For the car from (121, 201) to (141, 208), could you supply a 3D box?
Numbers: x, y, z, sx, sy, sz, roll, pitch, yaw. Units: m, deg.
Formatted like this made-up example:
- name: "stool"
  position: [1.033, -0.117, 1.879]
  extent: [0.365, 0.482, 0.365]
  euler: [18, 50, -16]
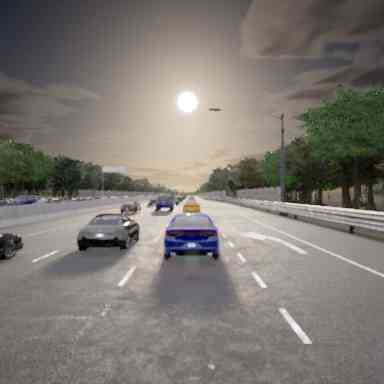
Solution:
- name: "car"
  position: [-7.043, 1.723, 38.479]
  extent: [1.812, 1.442, 4.674]
  euler: [0, 0, 0]

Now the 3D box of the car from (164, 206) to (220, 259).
- name: "car"
  position: [-0.012, 1.540, 12.965]
  extent: [1.882, 1.535, 5.008]
  euler: [0, 0, 0]

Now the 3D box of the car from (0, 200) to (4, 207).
- name: "car"
  position: [-28.107, 1.813, 47.620]
  extent: [1.994, 1.385, 4.181]
  euler: [0, 0, 0]

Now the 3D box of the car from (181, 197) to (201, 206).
- name: "car"
  position: [-0.040, 1.665, 36.753]
  extent: [1.882, 1.535, 5.008]
  euler: [0, 0, 0]

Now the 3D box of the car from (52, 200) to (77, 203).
- name: "car"
  position: [-17.607, 1.796, 47.618]
  extent: [2.033, 1.411, 5.357]
  euler: [0, 0, 1]

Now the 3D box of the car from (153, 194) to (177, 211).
- name: "car"
  position: [-3.553, 1.451, 44.468]
  extent: [2.150, 2.045, 5.566]
  euler: [0, 0, 0]

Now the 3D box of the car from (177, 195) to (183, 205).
- name: "car"
  position: [-3.582, 1.929, 69.890]
  extent: [1.994, 1.385, 4.181]
  euler: [0, 0, 0]

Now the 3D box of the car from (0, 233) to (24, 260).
- name: "car"
  position: [-7.009, 1.593, 9.591]
  extent: [2.033, 1.411, 5.357]
  euler: [0, 0, 0]

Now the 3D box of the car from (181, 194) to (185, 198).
- name: "car"
  position: [-3.609, 2.007, 92.039]
  extent: [1.837, 1.490, 4.892]
  euler: [0, 0, 0]

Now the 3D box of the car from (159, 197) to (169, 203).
- name: "car"
  position: [-7.102, 1.992, 85.260]
  extent: [2.128, 1.511, 4.902]
  euler: [0, 0, 0]

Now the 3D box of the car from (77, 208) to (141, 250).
- name: "car"
  position: [-3.514, 1.635, 14.671]
  extent: [1.994, 1.385, 4.181]
  euler: [0, 0, 0]

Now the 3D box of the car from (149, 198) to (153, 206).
- name: "car"
  position: [-7.076, 1.847, 63.974]
  extent: [1.837, 1.490, 4.892]
  euler: [0, 0, 0]

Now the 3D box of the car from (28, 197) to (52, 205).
- name: "car"
  position: [-21.111, 1.774, 47.607]
  extent: [1.812, 1.442, 4.674]
  euler: [0, 0, 0]

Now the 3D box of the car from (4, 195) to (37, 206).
- name: "car"
  position: [-24.602, 1.478, 48.900]
  extent: [2.150, 2.045, 5.566]
  euler: [0, 0, 1]
